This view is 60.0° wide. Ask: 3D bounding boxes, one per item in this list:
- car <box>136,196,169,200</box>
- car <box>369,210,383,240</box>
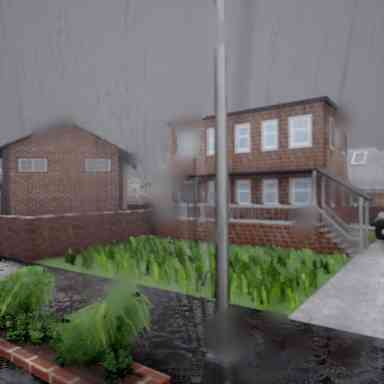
[{"bbox_3d":[-6.648,1.612,52.843,2.150,2.045,5.566,-1,0,35],"label":"car"},{"bbox_3d":[8.825,0.972,12.357,3.866,1.878,1.905,-1,0,36],"label":"car"}]
